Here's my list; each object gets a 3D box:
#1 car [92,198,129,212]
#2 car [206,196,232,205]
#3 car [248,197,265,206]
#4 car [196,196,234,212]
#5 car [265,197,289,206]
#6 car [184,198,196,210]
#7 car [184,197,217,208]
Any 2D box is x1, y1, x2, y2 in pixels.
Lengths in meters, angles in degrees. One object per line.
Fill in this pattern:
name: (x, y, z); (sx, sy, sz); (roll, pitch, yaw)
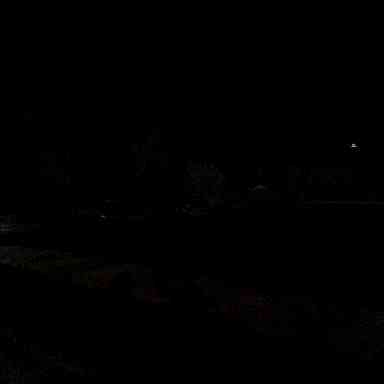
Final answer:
car: (-9.430, 1.459, 38.857); (1.812, 1.442, 4.674); (0, 0, 36)
car: (4.845, 1.482, 58.223); (2.033, 1.411, 5.357); (0, 0, 37)
car: (11.008, 1.464, 54.776); (1.895, 1.301, 4.718); (0, 0, 36)
car: (2.939, 1.434, 37.979); (1.882, 1.535, 5.008); (0, 0, 36)
car: (13.850, 1.522, 52.734); (1.837, 1.490, 4.892); (0, 0, 36)
car: (0.972, 1.440, 41.215); (2.128, 1.511, 4.902); (0, 0, 36)
car: (1.253, 1.489, 47.511); (2.033, 1.411, 5.357); (0, 0, 36)
